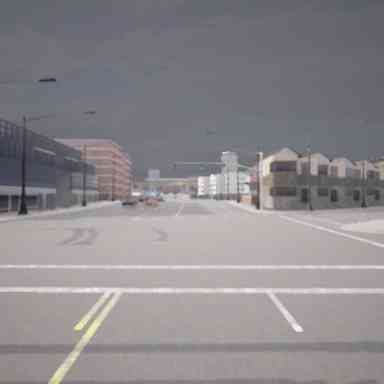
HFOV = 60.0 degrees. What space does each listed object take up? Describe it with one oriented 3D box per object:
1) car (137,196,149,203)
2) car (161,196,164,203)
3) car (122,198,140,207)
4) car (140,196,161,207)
[{"bbox_3d":[-10.535,1.647,72.043,1.895,1.301,4.718,0,1,0],"label":"car"},{"bbox_3d":[-7.035,1.595,72.218,2.033,1.411,5.357,0,1,0],"label":"car"},{"bbox_3d":[-10.574,1.862,56.376,1.895,1.301,4.718,0,1,1],"label":"car"},{"bbox_3d":[-7.078,1.614,56.608,2.097,1.767,4.553,0,1,0],"label":"car"}]
